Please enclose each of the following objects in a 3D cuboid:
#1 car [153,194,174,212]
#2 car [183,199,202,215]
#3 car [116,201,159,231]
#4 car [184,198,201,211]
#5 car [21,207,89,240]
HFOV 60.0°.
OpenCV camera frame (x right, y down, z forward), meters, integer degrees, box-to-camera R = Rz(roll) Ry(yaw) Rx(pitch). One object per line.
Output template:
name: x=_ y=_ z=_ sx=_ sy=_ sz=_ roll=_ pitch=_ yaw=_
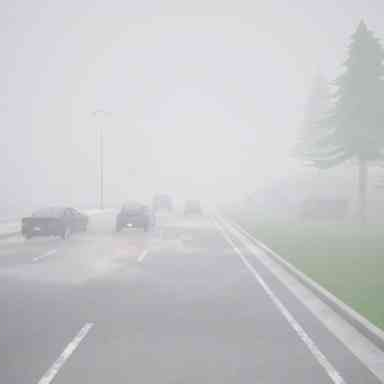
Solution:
car: x=-3.397 y=1.266 z=39.250 sx=2.150 sy=2.045 sz=5.566 roll=0 pitch=0 yaw=0
car: x=0.095 y=1.588 z=33.803 sx=2.033 sy=1.411 sz=5.357 roll=0 pitch=0 yaw=0
car: x=-3.399 y=1.529 z=20.560 sx=1.837 sy=1.490 sz=4.892 roll=0 pitch=0 yaw=0
car: x=0.128 y=1.600 z=43.906 sx=2.033 sy=1.411 sz=5.357 roll=0 pitch=0 yaw=1
car: x=-6.900 y=1.498 z=17.325 sx=1.882 sy=1.535 sz=5.008 roll=0 pitch=0 yaw=0
